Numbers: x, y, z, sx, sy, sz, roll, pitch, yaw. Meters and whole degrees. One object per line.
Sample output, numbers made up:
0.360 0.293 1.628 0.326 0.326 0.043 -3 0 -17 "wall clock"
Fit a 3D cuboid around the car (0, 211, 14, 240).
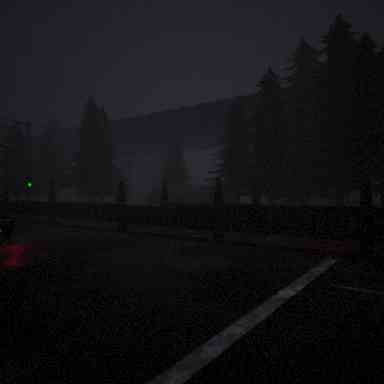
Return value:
-10.317 1.470 15.754 4.902 1.511 2.128 0 0 36 "car"
